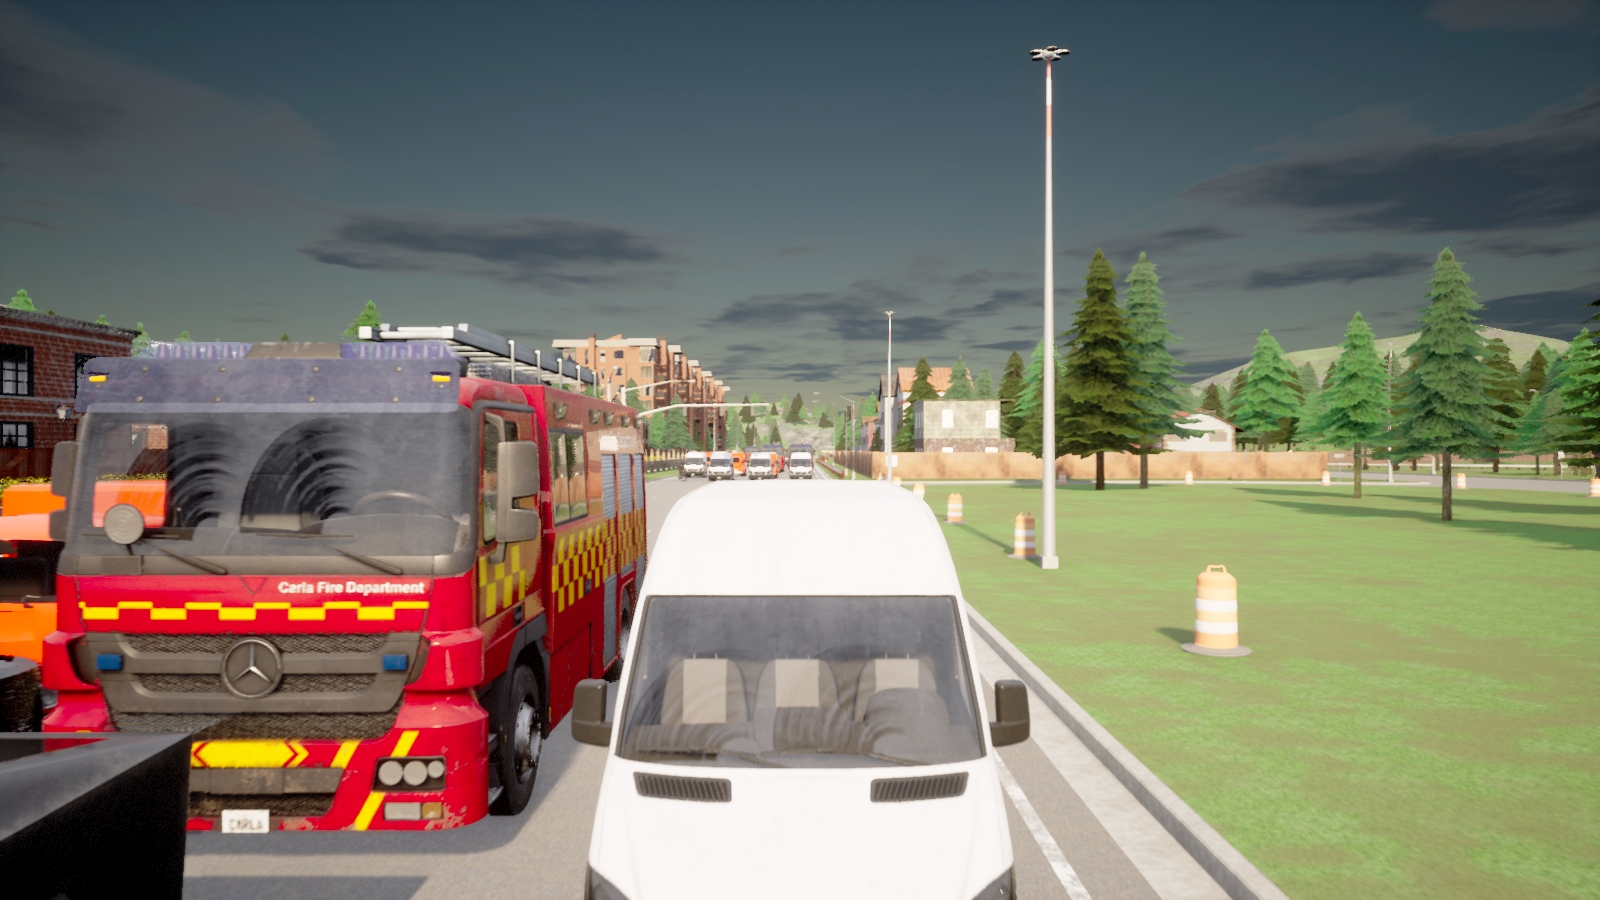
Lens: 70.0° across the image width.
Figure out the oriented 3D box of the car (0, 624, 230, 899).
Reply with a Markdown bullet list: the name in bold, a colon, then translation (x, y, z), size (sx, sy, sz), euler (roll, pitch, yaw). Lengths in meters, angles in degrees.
- **car**: translation (-3.497, 1.753, 1.480), size (2.390, 2.098, 6.274), euler (0, 0, 0)

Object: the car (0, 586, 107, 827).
- **car**: translation (-6.992, 1.982, 7.181), size (2.097, 1.638, 5.238), euler (0, 0, 0)

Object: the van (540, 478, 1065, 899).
- **van**: translation (0.013, 1.534, 7.281), size (1.988, 2.561, 5.915), euler (0, 0, 0)

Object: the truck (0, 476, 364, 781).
- **truck**: translation (-6.988, 1.567, 12.272), size (2.627, 2.467, 5.204), euler (0, 0, 0)

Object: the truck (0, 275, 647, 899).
- **truck**: translation (-3.484, 0.890, 10.933), size (2.891, 3.827, 8.468), euler (0, 0, 0)
